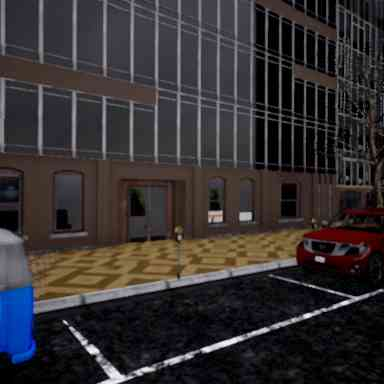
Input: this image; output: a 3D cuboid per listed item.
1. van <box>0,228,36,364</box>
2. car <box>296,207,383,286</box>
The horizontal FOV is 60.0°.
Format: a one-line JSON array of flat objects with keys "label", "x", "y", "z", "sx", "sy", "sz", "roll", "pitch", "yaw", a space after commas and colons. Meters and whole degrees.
[{"label": "van", "x": -3.760, "y": 1.330, "z": 3.417, "sx": 3.998, "sy": 1.788, "sz": 1.690, "roll": 1, "pitch": 0, "yaw": -36}, {"label": "car", "x": 5.286, "y": 1.407, "z": 9.880, "sx": 5.009, "sy": 1.841, "sz": 2.192, "roll": 1, "pitch": 0, "yaw": -36}]
